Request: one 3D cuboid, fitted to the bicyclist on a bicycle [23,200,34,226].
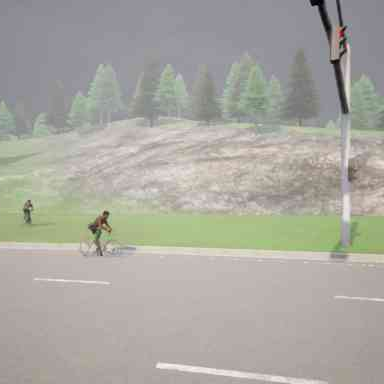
[{"bbox_3d":[-10.178,1.300,20.632,0.582,1.620,1.656,0,-2,-7],"label":"bicyclist on a bicycle"}]

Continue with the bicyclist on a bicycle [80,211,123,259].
[{"bbox_3d":[-3.091,1.455,11.326,1.656,1.620,0.582,2,1,15],"label":"bicyclist on a bicycle"}]
